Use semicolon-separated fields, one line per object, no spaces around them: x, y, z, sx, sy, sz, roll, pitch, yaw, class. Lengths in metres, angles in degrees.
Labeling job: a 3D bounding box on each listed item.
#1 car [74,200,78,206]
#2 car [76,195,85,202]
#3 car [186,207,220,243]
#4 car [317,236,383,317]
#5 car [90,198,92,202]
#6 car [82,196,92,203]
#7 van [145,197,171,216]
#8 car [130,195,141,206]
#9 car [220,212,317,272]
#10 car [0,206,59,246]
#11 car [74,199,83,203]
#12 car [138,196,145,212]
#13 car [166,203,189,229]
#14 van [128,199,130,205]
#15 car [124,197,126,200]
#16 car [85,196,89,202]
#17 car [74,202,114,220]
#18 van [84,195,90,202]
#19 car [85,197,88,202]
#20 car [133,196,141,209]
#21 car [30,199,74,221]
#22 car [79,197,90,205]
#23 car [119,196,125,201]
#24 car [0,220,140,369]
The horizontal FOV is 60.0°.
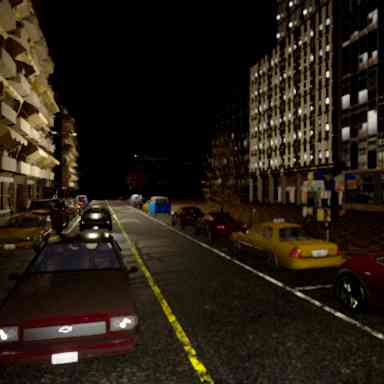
-9.736;1.556;24.386;2.008;1.369;4.403;0;0;-15;car
-12.641;1.453;35.049;1.967;1.590;4.097;0;0;-15;car
1.254;1.588;15.923;1.802;1.307;4.206;0;0;-15;car
4.158;1.444;5.257;1.967;1.590;4.097;0;0;-15;car
-18.450;1.620;56.379;1.802;1.307;4.206;0;0;-15;car
-22.807;1.628;72.376;1.947;1.339;4.313;0;0;-15;car
-3.104;1.355;31.919;1.690;1.788;3.998;0;0;-15;van
-7.461;1.469;47.916;1.967;1.590;4.097;0;0;-15;car
2.662;1.530;10.754;1.752;1.417;4.829;0;0;-15;car
-6.788;1.526;13.557;1.752;1.417;4.829;0;0;-15;car
-11.188;1.560;29.718;2.008;1.369;4.403;0;0;-15;car
-4.600;1.544;37.415;1.752;1.417;4.829;0;0;-15;car
-0.198;1.590;21.254;1.802;1.307;4.206;0;0;-15;car
-8.914;1.377;53.250;1.690;1.788;3.998;0;0;-15;van
-10.410;1.569;58.745;1.752;1.417;4.829;0;0;-15;car
-15.546;1.569;45.715;1.887;1.381;4.507;0;0;-15;car
-5.887;1.553;20.513;2.033;1.411;5.357;0;0;-15;car
-17.000;1.372;51.047;1.690;1.788;3.998;0;0;-15;van
-14.093;1.584;40.382;1.947;1.339;4.313;0;0;-15;car
-6.008;1.589;42.584;1.947;1.339;4.313;0;0;-15;car
-8.286;1.318;19.052;2.192;1.841;5.009;0;0;-15;car
-19.903;1.628;61.711;1.802;1.307;4.206;0;0;-15;car
-19.079;1.642;90.576;1.887;1.381;4.507;0;0;-15;car
-2.160;1.548;6.459;2.033;1.411;5.357;0;0;-15;car
